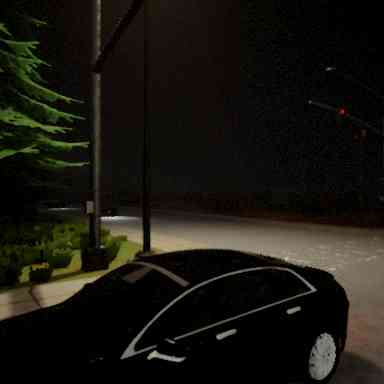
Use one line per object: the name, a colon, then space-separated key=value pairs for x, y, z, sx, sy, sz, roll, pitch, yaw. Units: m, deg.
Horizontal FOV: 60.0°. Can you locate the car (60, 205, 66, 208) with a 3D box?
car: x=-19.839 y=1.599 z=48.216 sx=2.033 sy=1.411 sz=5.357 roll=0 pitch=0 yaw=-34

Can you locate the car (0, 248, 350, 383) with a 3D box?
car: x=-0.145 y=1.503 z=3.762 sx=4.892 sy=1.490 sz=1.837 roll=0 pitch=0 yaw=-35

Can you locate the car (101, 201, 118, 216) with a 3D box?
car: x=-8.551 y=1.594 z=31.554 sx=1.994 sy=1.385 sz=4.181 roll=0 pitch=0 yaw=-34

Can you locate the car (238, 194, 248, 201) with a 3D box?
car: x=11.466 y=1.364 z=80.108 sx=4.553 sy=1.767 sz=2.097 roll=0 pitch=0 yaw=-32
